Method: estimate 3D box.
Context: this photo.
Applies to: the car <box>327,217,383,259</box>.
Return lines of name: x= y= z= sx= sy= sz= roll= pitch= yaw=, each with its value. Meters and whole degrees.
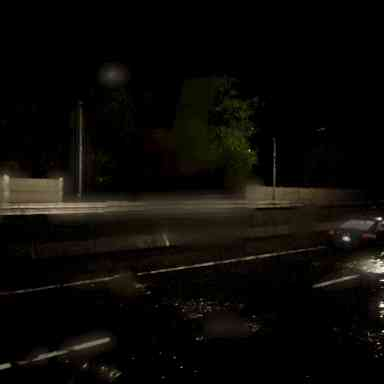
car: x=7.318 y=1.707 z=13.361 sx=4.181 sy=1.385 sz=1.994 roll=1 pitch=0 yaw=-35
